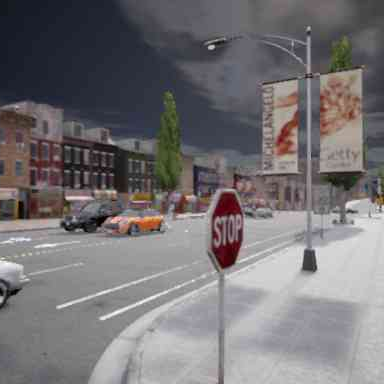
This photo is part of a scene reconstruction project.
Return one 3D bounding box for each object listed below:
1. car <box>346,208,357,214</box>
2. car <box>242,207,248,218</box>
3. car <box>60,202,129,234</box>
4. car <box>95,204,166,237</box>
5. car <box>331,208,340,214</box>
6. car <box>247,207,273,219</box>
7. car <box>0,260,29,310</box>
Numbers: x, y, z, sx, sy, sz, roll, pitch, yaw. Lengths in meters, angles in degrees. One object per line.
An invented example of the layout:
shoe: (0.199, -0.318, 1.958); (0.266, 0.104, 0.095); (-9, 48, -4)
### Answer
car: (39.098, 4.734, 82.362); (1.837, 1.490, 4.892); (0, -3, 30)
car: (7.108, 2.872, 46.718); (1.837, 1.490, 4.892); (0, -2, 31)
car: (-6.480, 1.730, 23.394); (2.150, 2.045, 5.566); (0, -2, 30)
car: (-3.690, 1.843, 21.728); (2.097, 1.767, 4.553); (0, -2, 30)
car: (36.510, 4.869, 84.378); (1.895, 1.301, 4.718); (0, -3, 30)
car: (9.402, 2.840, 44.211); (1.812, 1.442, 4.674); (0, -2, 31)
car: (-5.395, 1.699, 5.624); (1.895, 1.301, 4.718); (0, -1, 30)
